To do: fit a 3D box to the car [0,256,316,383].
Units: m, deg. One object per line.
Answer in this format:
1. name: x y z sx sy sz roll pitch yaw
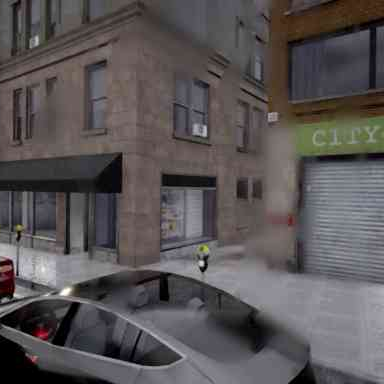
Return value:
1. car: -0.908 1.565 3.599 4.313 1.339 1.947 0 1 35
